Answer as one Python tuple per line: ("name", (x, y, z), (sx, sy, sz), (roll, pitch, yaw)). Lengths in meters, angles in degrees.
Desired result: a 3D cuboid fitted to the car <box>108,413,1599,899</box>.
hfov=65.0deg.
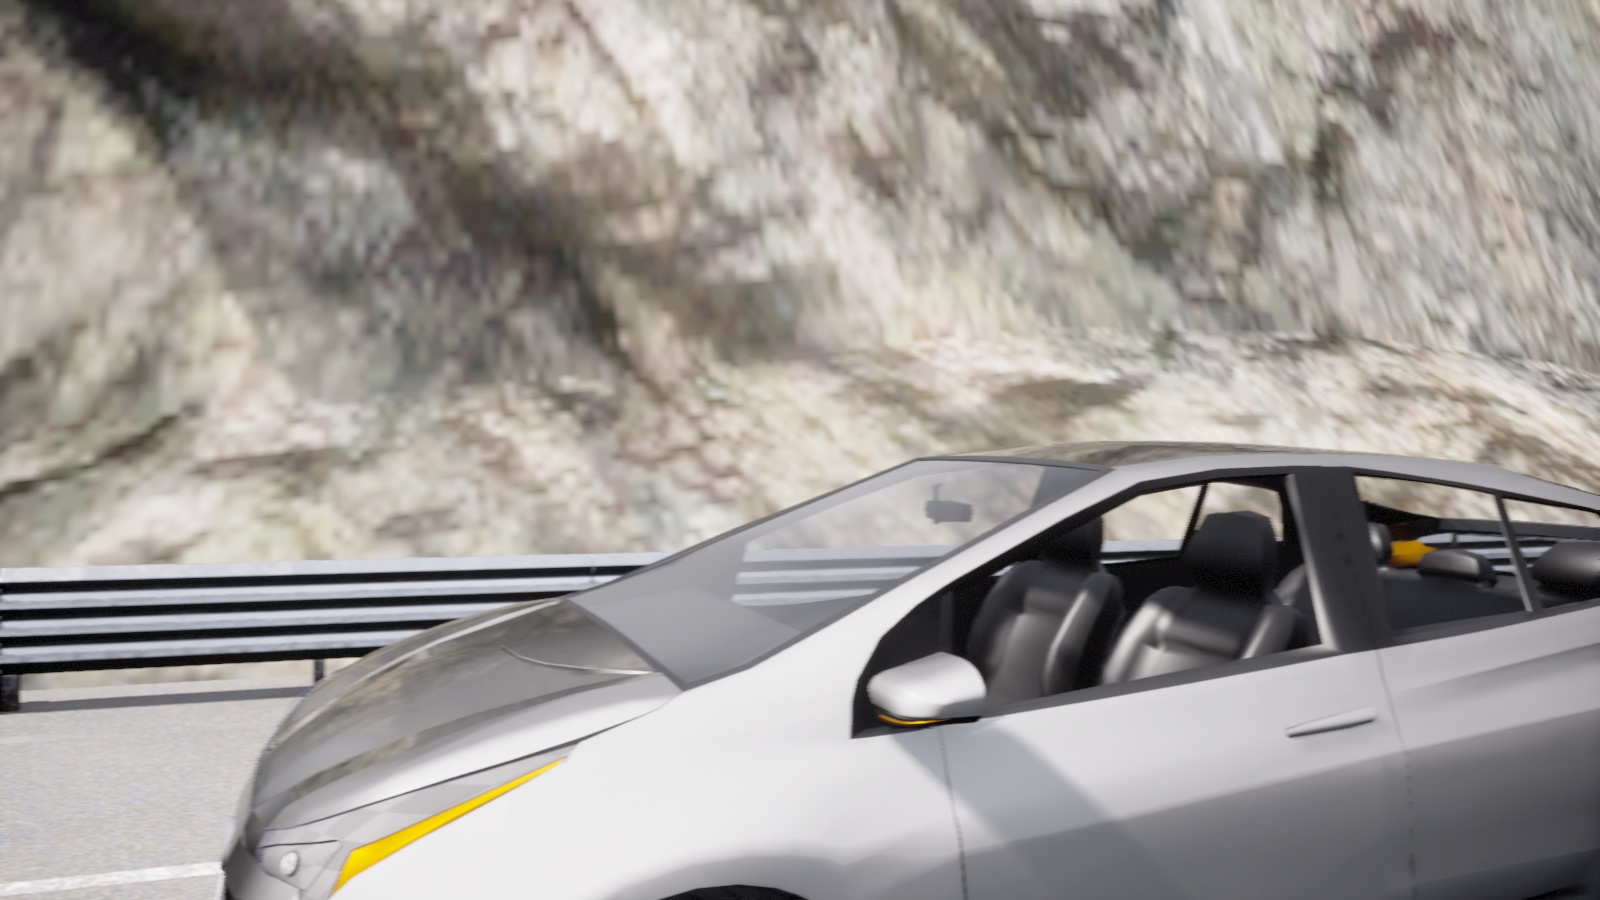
("car", (0.779, 0.679, 3.533), (4.514, 1.525, 2.007), (-1, 1, -21))
